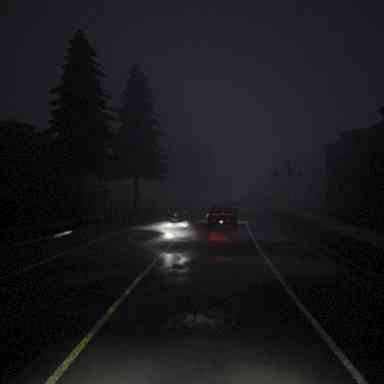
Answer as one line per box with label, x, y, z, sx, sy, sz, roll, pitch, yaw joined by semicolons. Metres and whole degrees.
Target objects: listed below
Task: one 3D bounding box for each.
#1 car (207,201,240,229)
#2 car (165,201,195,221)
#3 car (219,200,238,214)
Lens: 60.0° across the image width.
car;2.024;1.504;21.820;1.837;1.490;4.892;0;0;8
car;-0.893;1.487;27.605;2.128;1.511;4.902;0;0;9
car;4.086;1.604;36.308;1.895;1.301;4.718;0;0;9
